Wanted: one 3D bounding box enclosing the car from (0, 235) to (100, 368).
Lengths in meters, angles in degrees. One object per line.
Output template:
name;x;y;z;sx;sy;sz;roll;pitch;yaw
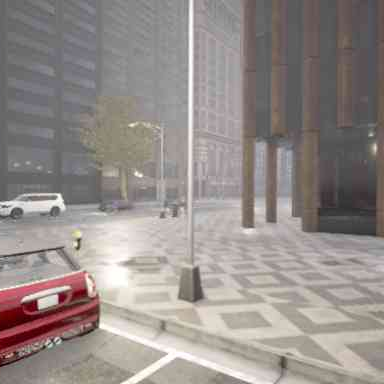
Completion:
car;-3.424;1.431;5.399;4.097;1.590;1.967;0;0;35

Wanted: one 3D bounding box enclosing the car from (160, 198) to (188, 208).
car;-2.306;1.435;44.247;1.994;1.385;4.181;0;0;36

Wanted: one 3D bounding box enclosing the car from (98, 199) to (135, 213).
car;-8.124;1.456;36.067;1.994;1.385;4.181;0;0;35

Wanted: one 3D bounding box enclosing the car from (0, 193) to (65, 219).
car;-13.630;1.134;28.311;2.150;2.045;5.566;0;0;35
